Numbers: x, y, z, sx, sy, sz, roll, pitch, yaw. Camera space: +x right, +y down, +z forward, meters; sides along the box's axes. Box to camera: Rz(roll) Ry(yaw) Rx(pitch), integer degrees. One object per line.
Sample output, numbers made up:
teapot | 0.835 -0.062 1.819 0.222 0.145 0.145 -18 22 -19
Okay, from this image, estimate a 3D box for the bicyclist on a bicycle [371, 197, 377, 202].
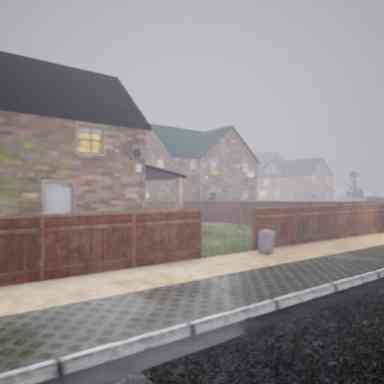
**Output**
bicyclist on a bicycle | 21.936 1.424 40.072 1.656 1.620 0.582 1 0 -36
